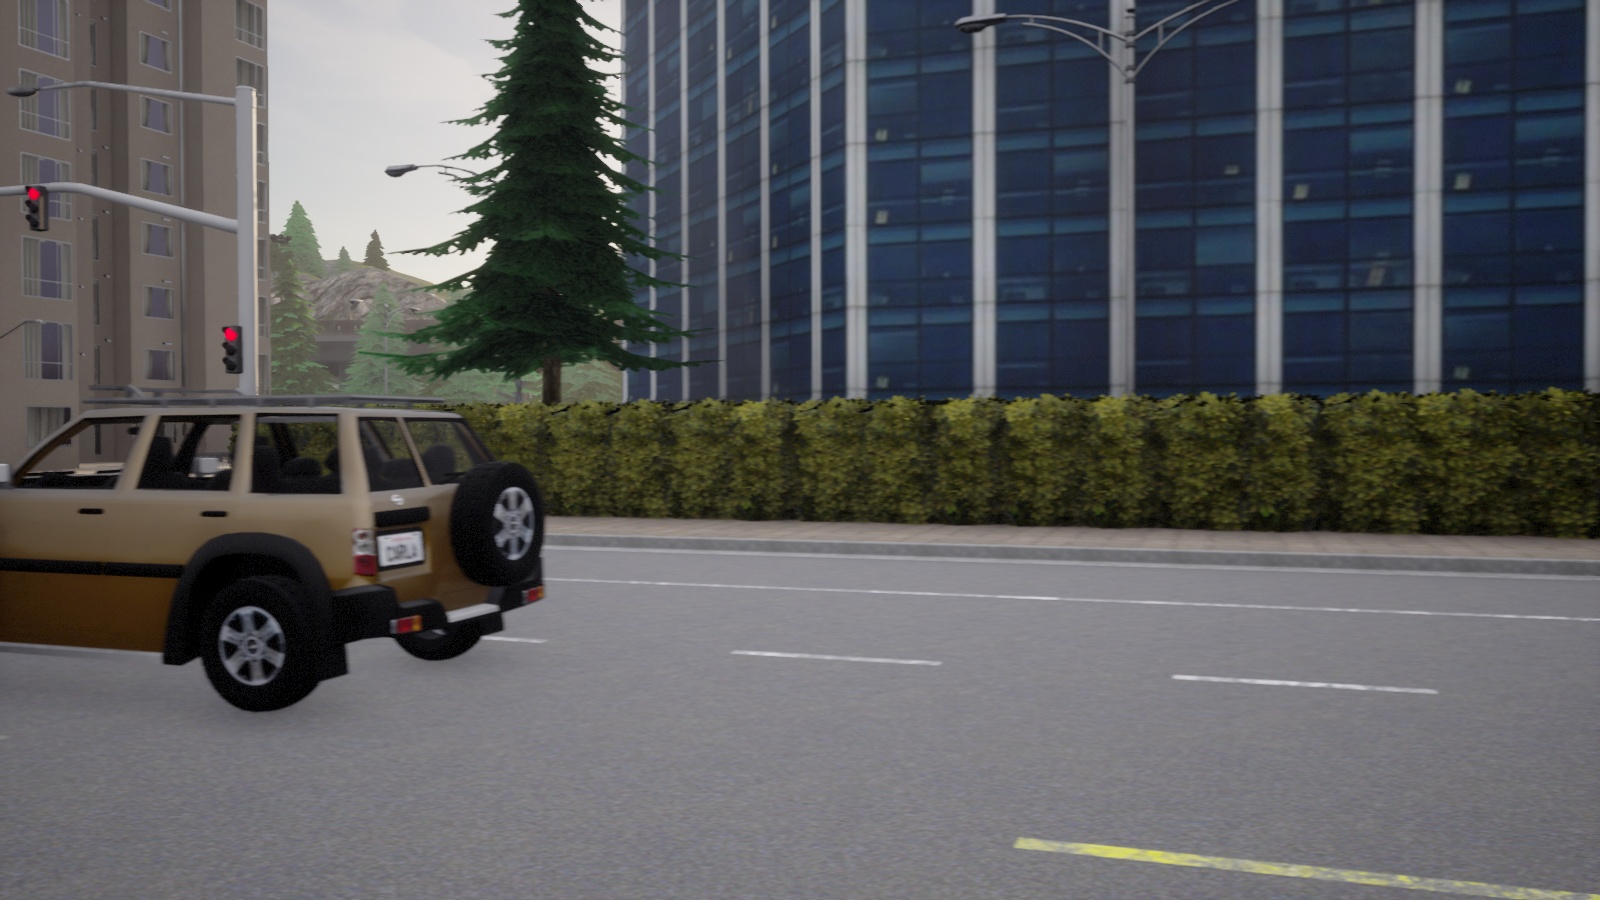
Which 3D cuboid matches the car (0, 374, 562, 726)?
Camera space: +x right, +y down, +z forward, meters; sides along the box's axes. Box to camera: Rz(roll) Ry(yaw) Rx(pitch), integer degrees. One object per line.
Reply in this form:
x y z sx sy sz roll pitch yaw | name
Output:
-4.087 0.496 8.257 4.605 1.855 1.932 1 1 19 | car
